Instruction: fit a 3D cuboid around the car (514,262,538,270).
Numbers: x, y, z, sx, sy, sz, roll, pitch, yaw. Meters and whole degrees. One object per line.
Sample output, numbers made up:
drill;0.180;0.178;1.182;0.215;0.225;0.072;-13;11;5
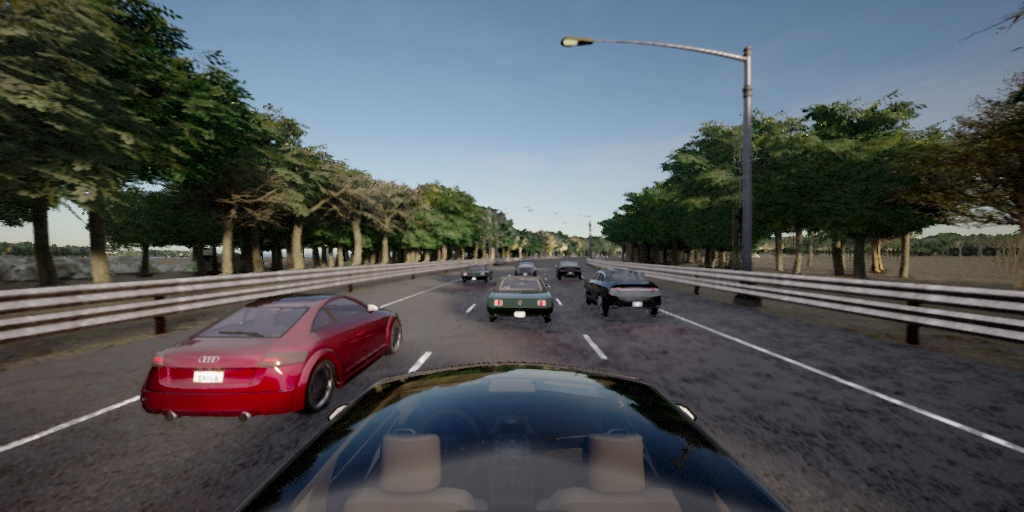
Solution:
car;1.173;1.219;29.849;1.812;1.442;4.674;0;0;4

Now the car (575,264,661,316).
car;3.830;1.223;13.157;2.128;1.511;4.902;0;0;2

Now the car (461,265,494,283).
car;-2.509;1.296;27.245;1.895;1.301;4.718;0;0;4

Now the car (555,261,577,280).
car;4.739;1.174;30.439;1.882;1.535;5.008;0;0;4

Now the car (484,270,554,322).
car;0.288;1.330;12.182;1.895;1.301;4.718;0;0;2

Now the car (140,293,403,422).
car;-3.329;1.302;5.969;1.994;1.385;4.181;0;0;1
